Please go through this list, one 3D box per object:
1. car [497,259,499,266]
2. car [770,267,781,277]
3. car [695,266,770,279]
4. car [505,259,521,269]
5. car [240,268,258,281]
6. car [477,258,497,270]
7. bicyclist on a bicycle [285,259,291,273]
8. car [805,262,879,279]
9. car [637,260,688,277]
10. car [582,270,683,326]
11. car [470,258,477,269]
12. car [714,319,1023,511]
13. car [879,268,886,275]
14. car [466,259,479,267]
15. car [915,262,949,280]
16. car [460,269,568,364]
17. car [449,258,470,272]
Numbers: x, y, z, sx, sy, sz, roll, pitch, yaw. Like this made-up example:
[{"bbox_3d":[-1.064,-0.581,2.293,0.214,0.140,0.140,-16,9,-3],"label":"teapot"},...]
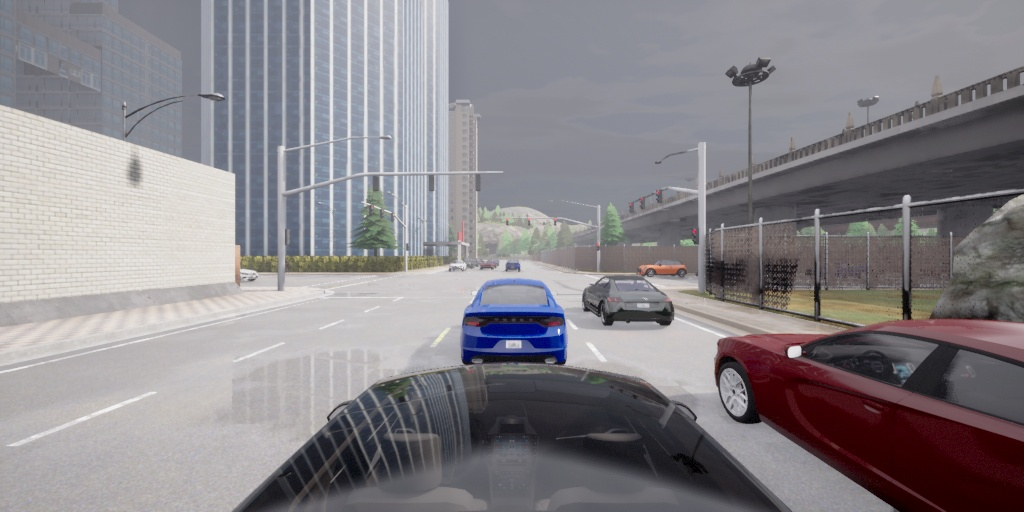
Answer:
[{"bbox_3d":[-3.583,1.351,61.077,1.895,1.301,4.718,0,0,0],"label":"car"},{"bbox_3d":[23.733,1.406,35.516,4.718,1.301,1.895,0,0,0],"label":"car"},{"bbox_3d":[19.391,1.353,32.007,5.357,1.411,2.033,0,0,0],"label":"car"},{"bbox_3d":[0.112,1.227,48.086,1.882,1.535,5.008,0,0,0],"label":"car"},{"bbox_3d":[-22.642,1.331,28.232,4.674,1.442,1.812,0,0,0],"label":"car"},{"bbox_3d":[-3.593,1.351,51.913,1.895,1.301,4.718,0,0,0],"label":"car"},{"bbox_3d":[-25.307,1.106,40.188,0.582,1.620,1.656,0,0,0],"label":"bicyclist on a bicycle"},{"bbox_3d":[29.080,1.283,32.025,5.008,1.535,1.882,0,0,0],"label":"car"},{"bbox_3d":[14.752,1.157,35.496,4.553,1.767,2.097,0,0,0],"label":"car"},{"bbox_3d":[3.573,1.314,11.730,1.994,1.385,4.181,0,0,0],"label":"car"},{"bbox_3d":[-7.094,1.102,56.154,2.097,1.767,4.553,0,0,0],"label":"car"},{"bbox_3d":[3.601,1.228,2.736,1.882,1.535,5.008,0,0,0],"label":"car"},{"bbox_3d":[33.866,1.406,35.537,4.718,1.301,1.895,0,0,0],"label":"car"},{"bbox_3d":[-7.069,1.314,64.795,1.994,1.385,4.181,0,0,-1],"label":"car"},{"bbox_3d":[39.070,1.283,32.033,5.008,1.535,1.882,0,0,0],"label":"car"},{"bbox_3d":[0.052,1.228,8.069,1.882,1.535,5.008,0,0,1],"label":"car"},{"bbox_3d":[-7.099,1.276,47.289,1.812,1.442,4.674,0,0,0],"label":"car"}]
